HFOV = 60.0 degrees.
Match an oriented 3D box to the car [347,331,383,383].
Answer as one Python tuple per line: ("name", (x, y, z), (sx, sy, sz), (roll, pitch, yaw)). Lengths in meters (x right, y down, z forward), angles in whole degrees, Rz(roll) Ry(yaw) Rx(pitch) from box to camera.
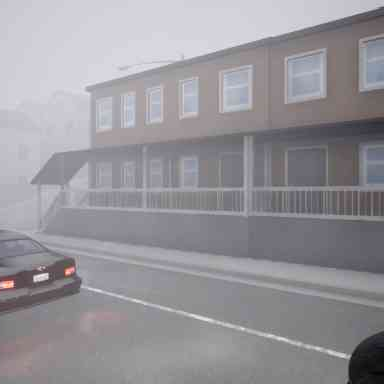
("car", (3.438, 1.478, 1.536), (5.008, 1.535, 1.882), (0, 0, 35))

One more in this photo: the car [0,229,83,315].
("car", (-4.687, 1.547, 7.306), (5.357, 1.411, 2.033), (0, 0, 36))
